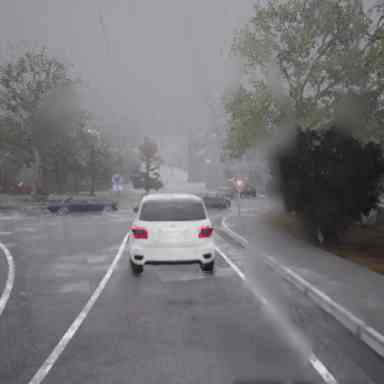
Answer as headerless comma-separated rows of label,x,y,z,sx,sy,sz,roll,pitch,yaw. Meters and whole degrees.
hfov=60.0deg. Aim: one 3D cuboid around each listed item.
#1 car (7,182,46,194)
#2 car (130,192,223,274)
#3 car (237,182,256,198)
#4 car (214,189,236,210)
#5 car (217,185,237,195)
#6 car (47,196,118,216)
car,-26.639,-0.667,53.652,5.566,2.045,2.150,-1,2,-44
car,-0.648,1.050,10.325,2.150,2.045,5.566,0,1,-5
car,6.812,-0.329,44.675,2.150,2.045,5.566,0,2,-9
car,1.207,0.775,26.347,1.994,1.385,4.181,2,3,43
car,3.864,0.078,41.367,2.128,1.511,4.902,0,2,0
car,-7.656,0.926,23.598,4.718,1.301,1.895,-1,2,-19
